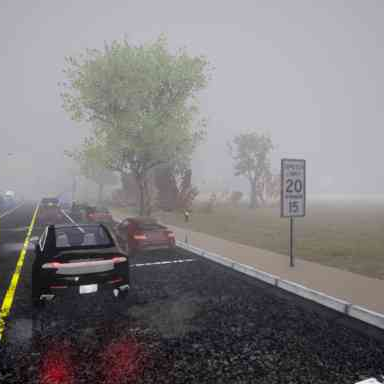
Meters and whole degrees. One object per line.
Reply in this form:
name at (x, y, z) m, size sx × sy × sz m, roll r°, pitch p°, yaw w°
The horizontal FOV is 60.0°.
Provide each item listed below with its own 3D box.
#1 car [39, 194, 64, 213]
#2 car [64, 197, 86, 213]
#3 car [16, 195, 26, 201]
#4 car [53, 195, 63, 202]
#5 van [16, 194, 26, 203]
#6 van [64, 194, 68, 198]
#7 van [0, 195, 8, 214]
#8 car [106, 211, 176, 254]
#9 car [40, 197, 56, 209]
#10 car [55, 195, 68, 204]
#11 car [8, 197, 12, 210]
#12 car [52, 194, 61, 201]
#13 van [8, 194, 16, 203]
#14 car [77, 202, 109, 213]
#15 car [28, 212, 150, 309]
car at (-15.404, 1.331, 36.131) m, size 2.097 × 1.767 × 4.553 m, roll 0°, pitch 0°, yaw -24°
car at (-11.161, 1.526, 32.808) m, size 2.008 × 1.369 × 4.403 m, roll -1°, pitch 0°, yaw -24°
car at (-41.070, 1.509, 80.022) m, size 1.887 × 1.381 × 4.507 m, roll -1°, pitch 0°, yaw -24°
car at (-31.642, 1.516, 78.279) m, size 1.947 × 1.339 × 4.313 m, roll -1°, pitch 0°, yaw -24°
van at (-36.516, 1.312, 69.904) m, size 1.690 × 1.788 × 3.998 m, roll -1°, pitch 0°, yaw -24°
van at (-22.542, 1.304, 58.068) m, size 1.690 × 1.788 × 3.998 m, roll -1°, pitch 0°, yaw -24°
van at (-20.567, 1.331, 34.495) m, size 1.690 × 1.788 × 3.998 m, roll -1°, pitch 0°, yaw -24°
car at (-1.940, 1.568, 12.650) m, size 1.802 × 1.307 × 4.206 m, roll -1°, pitch 0°, yaw -24°
car at (-19.669, 1.452, 45.472) m, size 1.882 × 1.535 × 5.008 m, roll 0°, pitch 0°, yaw -24°
car at (-24.817, 1.400, 63.121) m, size 1.967 × 1.590 × 4.097 m, roll -1°, pitch 0°, yaw -24°
car at (-22.842, 1.570, 39.554) m, size 1.802 × 1.307 × 4.206 m, roll -1°, pitch 0°, yaw -24°
car at (-33.920, 1.387, 83.331) m, size 1.967 × 1.590 × 4.097 m, roll -1°, pitch 0°, yaw -24°
van at (-25.124, 1.326, 44.611) m, size 1.690 × 1.788 × 3.998 m, roll -1°, pitch 0°, yaw -24°
car at (-6.525, 1.563, 22.742) m, size 1.802 × 1.307 × 4.206 m, roll -1°, pitch 0°, yaw -24°
car at (-2.817, 1.486, 8.058) m, size 2.128 × 1.511 × 4.902 m, roll 0°, pitch 0°, yaw -24°
